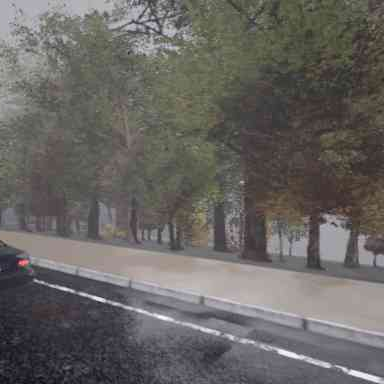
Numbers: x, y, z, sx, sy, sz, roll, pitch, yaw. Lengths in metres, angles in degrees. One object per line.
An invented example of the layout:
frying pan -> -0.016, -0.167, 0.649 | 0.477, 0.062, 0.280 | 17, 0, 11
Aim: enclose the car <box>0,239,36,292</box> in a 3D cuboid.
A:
car -> -5.864, 1.529, 7.866 | 5.357, 1.411, 2.033 | 0, 0, 35
